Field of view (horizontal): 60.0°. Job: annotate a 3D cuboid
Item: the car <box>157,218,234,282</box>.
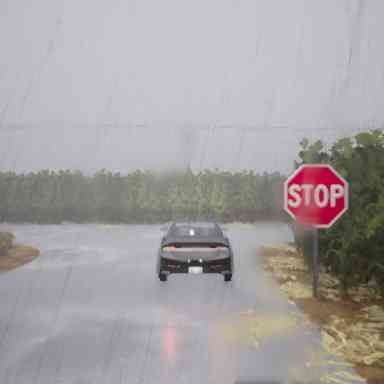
[{"bbox_3d":[0.076,1.490,9.696,2.128,1.511,4.902,0,0,0],"label":"car"}]
